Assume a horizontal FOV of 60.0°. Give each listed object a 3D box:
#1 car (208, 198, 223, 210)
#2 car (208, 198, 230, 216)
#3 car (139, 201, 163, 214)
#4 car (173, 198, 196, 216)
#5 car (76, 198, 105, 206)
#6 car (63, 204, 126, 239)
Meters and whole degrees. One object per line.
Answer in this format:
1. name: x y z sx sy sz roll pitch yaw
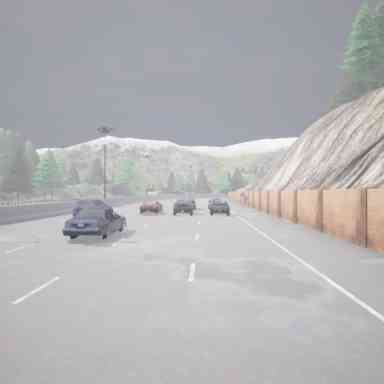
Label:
1. car: 3.030 1.525 43.202 1.812 1.442 4.674 0 0 2
2. car: 2.670 1.491 32.758 2.128 1.511 4.902 0 0 2
3. car: -4.244 1.600 35.351 1.895 1.301 4.718 0 0 2
4. car: -0.823 1.505 33.027 1.837 1.490 4.892 0 0 2
5. car: -8.030 1.351 27.148 2.097 1.767 4.553 0 0 2
6. car: -4.864 1.547 17.301 2.033 1.411 5.357 0 0 2
